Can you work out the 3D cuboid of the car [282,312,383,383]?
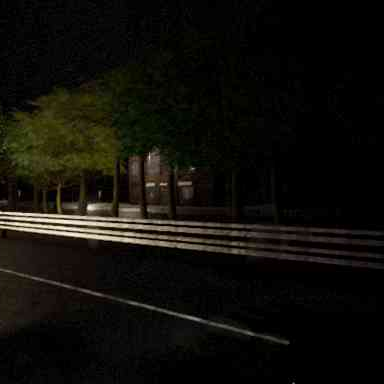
[{"bbox_3d":[3.013,1.461,1.845,5.008,1.535,1.882,0,0,35],"label":"car"}]
